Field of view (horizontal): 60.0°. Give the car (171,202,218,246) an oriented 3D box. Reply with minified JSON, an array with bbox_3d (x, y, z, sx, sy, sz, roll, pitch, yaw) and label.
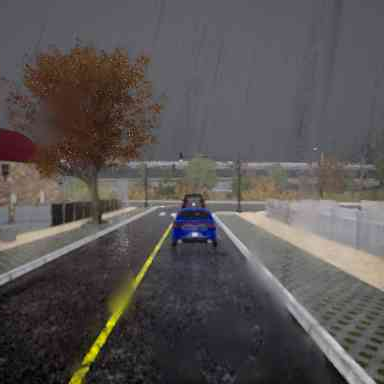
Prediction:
[{"bbox_3d":[0.106,1.444,15.167,1.882,1.535,5.008,0,0,0],"label":"car"}]

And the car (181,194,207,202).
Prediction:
[{"bbox_3d":[0.170,1.164,31.186,2.150,2.045,5.566,0,0,1],"label":"car"}]
